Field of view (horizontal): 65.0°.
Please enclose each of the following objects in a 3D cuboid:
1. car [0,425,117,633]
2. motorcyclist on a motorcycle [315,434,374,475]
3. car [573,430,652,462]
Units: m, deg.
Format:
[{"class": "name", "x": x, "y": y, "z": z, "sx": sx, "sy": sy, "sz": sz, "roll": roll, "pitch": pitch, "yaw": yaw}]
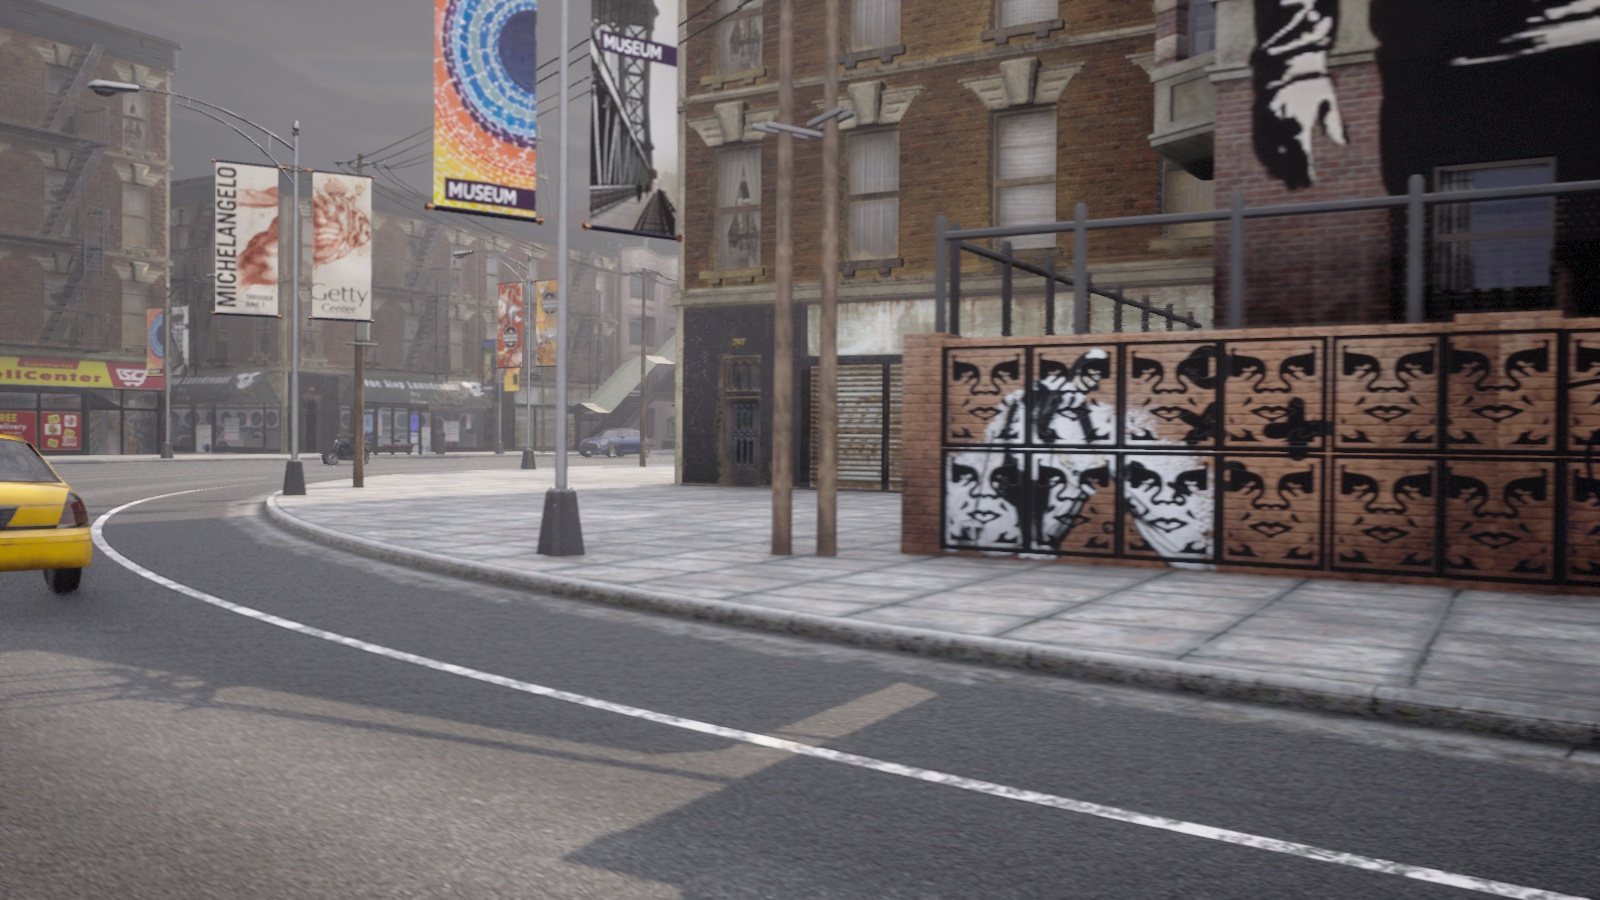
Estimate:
[{"class": "car", "x": -7.850, "y": 0.588, "z": 11.518, "sx": 1.801, "sy": 1.575, "sz": 5.366, "roll": -1, "pitch": 1, "yaw": -39}, {"class": "motorcyclist on a motorcycle", "x": -18.737, "y": 0.169, "z": 51.731, "sx": 0.766, "sy": 1.649, "sz": 2.350, "roll": 0, "pitch": 1, "yaw": 28}, {"class": "car", "x": -10.745, "y": -0.260, "z": 72.245, "sx": 2.097, "sy": 1.767, "sz": 4.553, "roll": 0, "pitch": 1, "yaw": 31}]
